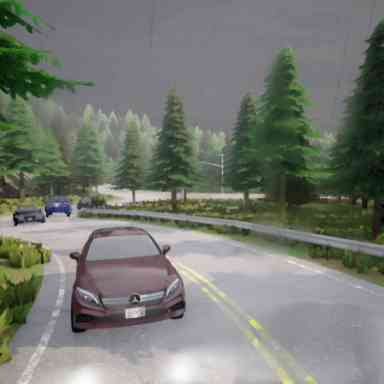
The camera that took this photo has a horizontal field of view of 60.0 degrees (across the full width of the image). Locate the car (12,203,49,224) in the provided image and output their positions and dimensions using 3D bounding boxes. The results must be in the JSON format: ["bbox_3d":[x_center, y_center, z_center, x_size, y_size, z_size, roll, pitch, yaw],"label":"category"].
[{"bbox_3d":[-12.387,1.729,25.070,1.994,1.385,4.181,-3,2,-30],"label":"car"}]

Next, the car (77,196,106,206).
[{"bbox_3d":[-12.772,1.273,42.830,2.097,1.767,4.553,2,2,13],"label":"car"}]

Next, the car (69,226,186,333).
[{"bbox_3d":[-1.530,1.520,7.111,1.812,1.442,4.674,-2,0,-17],"label":"car"}]

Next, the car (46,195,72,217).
[{"bbox_3d":[-12.902,1.314,32.236,2.150,2.045,5.566,-1,0,-18],"label":"car"}]
